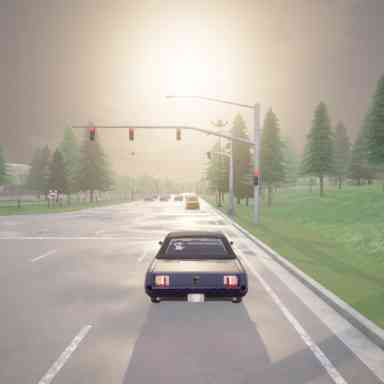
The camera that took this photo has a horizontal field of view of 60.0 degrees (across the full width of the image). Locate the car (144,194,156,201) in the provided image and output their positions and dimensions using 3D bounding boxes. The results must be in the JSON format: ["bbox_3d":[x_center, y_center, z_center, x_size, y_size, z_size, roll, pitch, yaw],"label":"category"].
[{"bbox_3d":[-10.324,1.531,80.456,2.033,1.411,5.357,0,0,0],"label":"car"}]

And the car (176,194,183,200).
[{"bbox_3d":[-3.301,1.356,90.860,1.812,1.442,4.674,0,0,0],"label":"car"}]

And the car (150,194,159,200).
[{"bbox_3d":[-10.301,1.332,90.875,1.837,1.490,4.892,0,0,0],"label":"car"}]

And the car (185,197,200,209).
[{"bbox_3d":[0.070,1.576,49.813,2.033,1.411,5.357,-1,1,0],"label":"car"}]

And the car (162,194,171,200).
[{"bbox_3d":[-6.801,1.372,90.868,2.033,1.411,5.357,0,0,0],"label":"car"}]

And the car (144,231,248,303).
[{"bbox_3d":[0.097,1.601,8.145,1.895,1.301,4.718,0,0,1],"label":"car"}]

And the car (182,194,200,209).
[{"bbox_3d":[-0.017,1.080,46.350,1.882,1.535,5.008,-3,17,-3],"label":"car"}]

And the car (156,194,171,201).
[{"bbox_3d":[-6.824,1.531,80.448,2.033,1.411,5.357,0,0,0],"label":"car"}]

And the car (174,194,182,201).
[{"bbox_3d":[-3.323,1.545,80.857,1.994,1.385,4.181,0,0,0],"label":"car"}]
